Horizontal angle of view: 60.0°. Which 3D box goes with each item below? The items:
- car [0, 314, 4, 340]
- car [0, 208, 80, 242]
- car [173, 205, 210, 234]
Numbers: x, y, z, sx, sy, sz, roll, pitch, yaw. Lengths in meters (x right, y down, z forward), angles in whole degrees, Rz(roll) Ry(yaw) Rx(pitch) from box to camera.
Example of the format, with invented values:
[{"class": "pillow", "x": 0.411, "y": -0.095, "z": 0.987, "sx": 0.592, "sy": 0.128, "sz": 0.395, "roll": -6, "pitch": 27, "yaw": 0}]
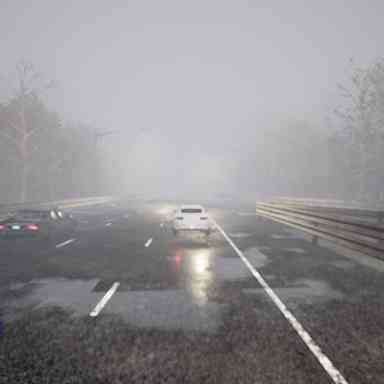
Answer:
[{"class": "car", "x": -3.416, "y": 1.509, "z": 2.498, "sx": 1.812, "sy": 1.442, "sz": 4.674, "roll": 0, "pitch": 0, "yaw": 0}, {"class": "car", "x": -7.013, "y": 1.447, "z": 15.736, "sx": 2.033, "sy": 1.411, "sz": 5.357, "roll": 0, "pitch": 0, "yaw": -1}, {"class": "car", "x": -0.046, "y": 1.409, "z": 18.053, "sx": 1.812, "sy": 1.442, "sz": 4.674, "roll": 0, "pitch": 0, "yaw": -1}]
